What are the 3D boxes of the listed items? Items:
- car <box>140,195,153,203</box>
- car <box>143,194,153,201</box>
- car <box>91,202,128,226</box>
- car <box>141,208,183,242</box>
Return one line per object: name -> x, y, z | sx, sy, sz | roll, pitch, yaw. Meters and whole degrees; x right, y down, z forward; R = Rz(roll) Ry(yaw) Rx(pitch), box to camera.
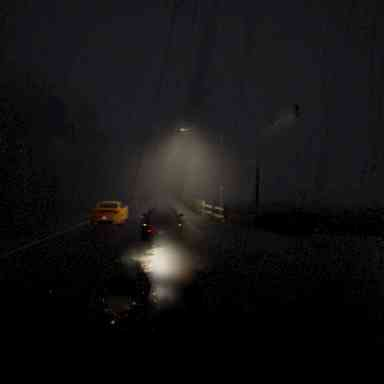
car -> -8.703, 1.279, 61.866 | 1.837, 1.490, 4.892 | 1, 0, -5
car -> -9.904, 1.285, 75.218 | 1.994, 1.385, 4.181 | 1, 0, -5
car -> -5.441, 1.376, 22.346 | 1.882, 1.535, 5.008 | 1, 0, -5
car -> -1.394, 1.479, 15.851 | 1.812, 1.442, 4.674 | 1, 0, -5
